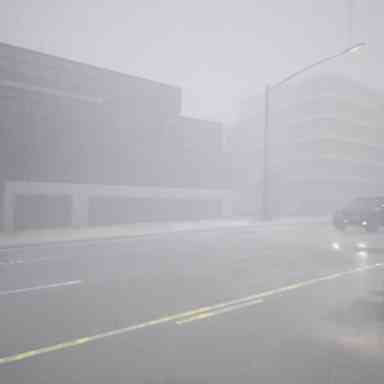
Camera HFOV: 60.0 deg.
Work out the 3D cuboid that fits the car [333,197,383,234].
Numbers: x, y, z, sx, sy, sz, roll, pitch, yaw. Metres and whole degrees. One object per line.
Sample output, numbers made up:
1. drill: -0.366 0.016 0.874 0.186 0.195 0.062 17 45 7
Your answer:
1. car: 10.971 1.322 20.367 5.566 2.045 2.150 1 -1 -35
